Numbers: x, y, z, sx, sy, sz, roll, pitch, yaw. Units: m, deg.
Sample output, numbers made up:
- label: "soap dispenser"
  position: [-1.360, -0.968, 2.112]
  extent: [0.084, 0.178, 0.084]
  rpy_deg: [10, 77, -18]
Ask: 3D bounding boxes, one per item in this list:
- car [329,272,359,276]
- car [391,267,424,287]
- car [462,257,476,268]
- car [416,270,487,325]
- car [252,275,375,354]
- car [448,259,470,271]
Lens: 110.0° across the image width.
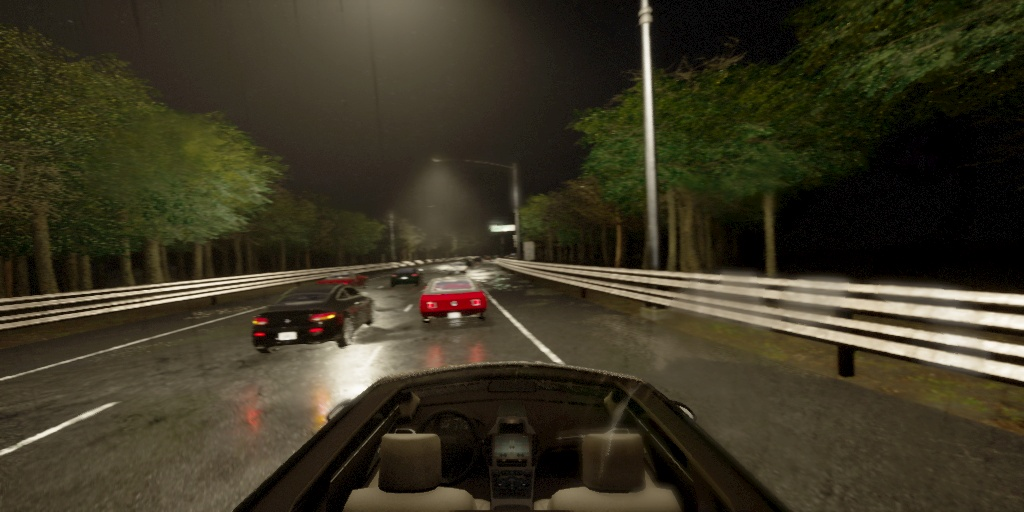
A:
- label: "car"
  position: [-10.770, 1.686, 23.255]
  extent: [1.895, 1.301, 4.718]
  rpy_deg: [-3, 0, -8]
- label: "car"
  position: [-7.732, 1.491, 26.758]
  extent: [1.994, 1.385, 4.181]
  rpy_deg: [-3, 0, -8]
- label: "car"
  position: [-7.642, 1.043, 60.444]
  extent: [2.097, 1.767, 4.553]
  rpy_deg: [-3, 0, -3]
- label: "car"
  position: [-2.010, 1.374, 12.220]
  extent: [1.895, 1.301, 4.718]
  rpy_deg: [-3, 0, -10]
- label: "car"
  position: [-4.932, 1.445, 9.457]
  extent: [1.812, 1.442, 4.674]
  rpy_deg: [-3, 0, -10]
- label: "car"
  position: [-5.875, 1.361, 39.066]
  extent: [1.895, 1.301, 4.718]
  rpy_deg: [-3, 0, -6]
